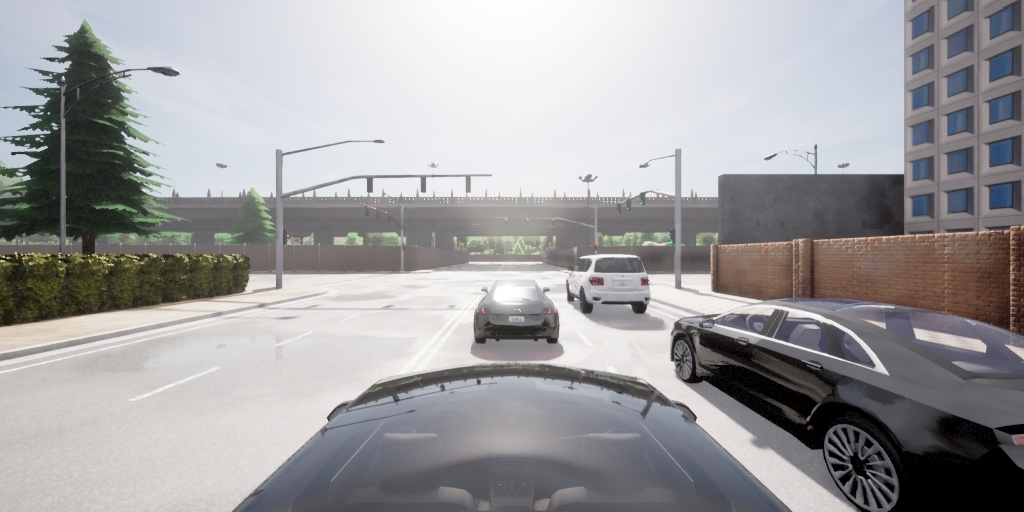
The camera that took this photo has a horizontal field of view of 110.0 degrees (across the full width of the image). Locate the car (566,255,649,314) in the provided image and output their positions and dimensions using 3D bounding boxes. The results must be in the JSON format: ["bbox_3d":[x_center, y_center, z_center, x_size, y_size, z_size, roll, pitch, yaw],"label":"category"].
[{"bbox_3d":[3.499,0.971,13.998,2.150,2.045,5.566,0,0,0],"label":"car"}]

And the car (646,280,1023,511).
[{"bbox_3d":[3.597,1.242,4.192,2.128,1.511,4.902,0,0,0],"label":"car"}]

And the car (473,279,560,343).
[{"bbox_3d":[0.099,1.314,9.655,1.994,1.385,4.181,0,0,0],"label":"car"}]
